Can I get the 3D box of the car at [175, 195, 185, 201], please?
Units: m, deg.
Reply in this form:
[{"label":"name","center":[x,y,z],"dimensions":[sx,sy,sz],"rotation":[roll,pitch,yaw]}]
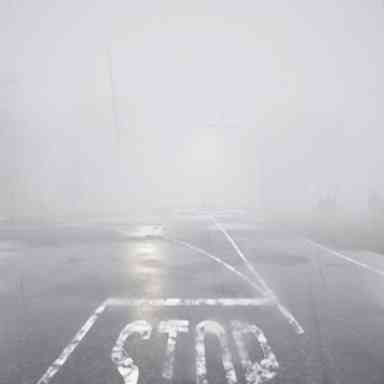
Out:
[{"label":"car","center":[-2.928,1.530,84.683],"dimensions":[1.812,1.442,4.674],"rotation":[0,0,6]}]
